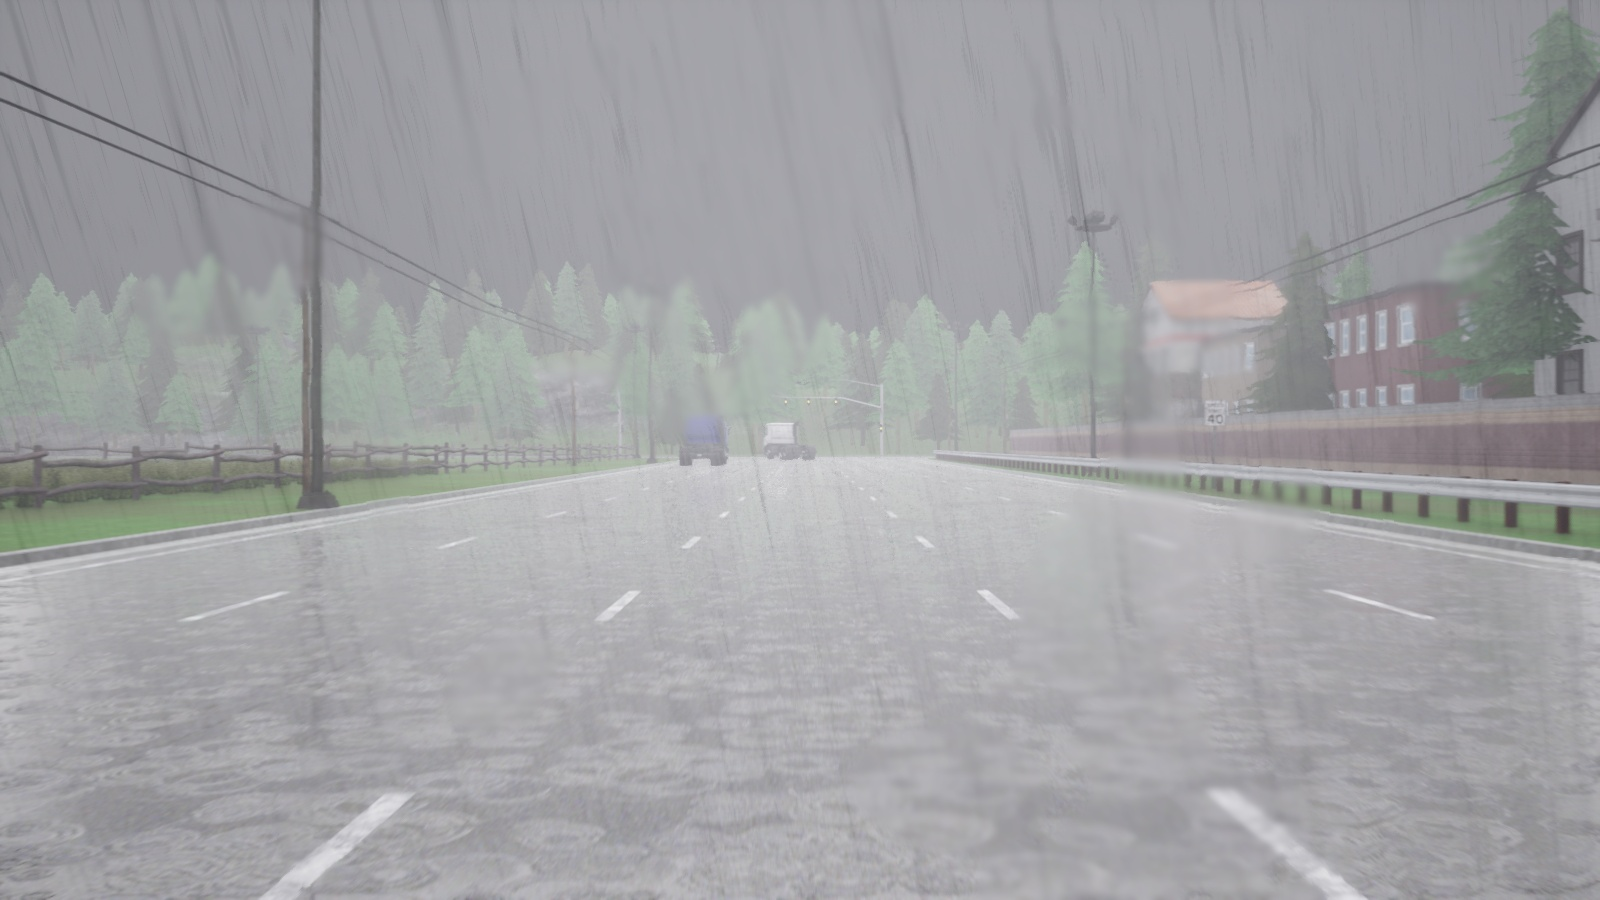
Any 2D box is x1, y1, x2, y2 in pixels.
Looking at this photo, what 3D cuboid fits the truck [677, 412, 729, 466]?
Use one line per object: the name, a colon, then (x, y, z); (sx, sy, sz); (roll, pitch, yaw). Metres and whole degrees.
truck: (-6.503, -0.718, 85.109); (2.891, 3.462, 7.936); (0, 0, 0)
